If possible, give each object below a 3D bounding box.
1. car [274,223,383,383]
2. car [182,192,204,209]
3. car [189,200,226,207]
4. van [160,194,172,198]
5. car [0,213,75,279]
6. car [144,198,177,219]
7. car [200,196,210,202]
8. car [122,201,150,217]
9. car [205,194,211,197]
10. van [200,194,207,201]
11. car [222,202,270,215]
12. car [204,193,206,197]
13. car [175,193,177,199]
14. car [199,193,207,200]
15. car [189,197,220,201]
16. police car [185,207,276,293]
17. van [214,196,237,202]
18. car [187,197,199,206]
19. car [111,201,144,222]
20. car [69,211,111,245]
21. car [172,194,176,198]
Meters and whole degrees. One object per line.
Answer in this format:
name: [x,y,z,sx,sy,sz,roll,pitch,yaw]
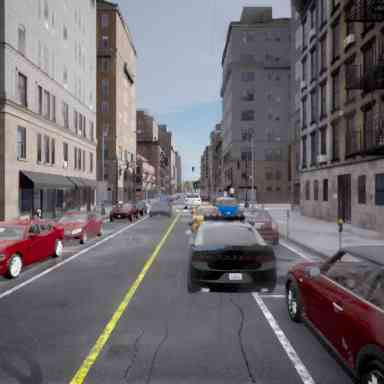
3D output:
car: [2.647,1.440,4.507,1.967,1.590,4.097,0,0,0]
car: [0.117,1.206,44.416,2.150,2.045,5.566,0,0,0]
car: [0.873,1.454,19.072,1.801,1.575,5.366,0,0,0]
van: [-5.243,1.324,64.046,1.690,1.788,3.998,0,0,0]
car: [-5.364,1.544,10.038,1.887,1.381,4.507,0,0,0]
car: [-2.675,1.543,29.686,2.033,1.411,5.357,0,0,0]
car: [2.892,1.529,74.839,2.008,1.369,4.403,0,0,0]
car: [-5.306,1.561,32.083,1.947,1.339,4.313,0,0,0]
car: [2.719,1.310,32.062,2.192,1.841,5.009,0,0,0]
van: [2.910,1.315,85.651,1.690,1.788,3.998,0,0,0]
car: [2.676,1.439,15.529,1.967,1.590,4.097,0,0,0]
car: [2.883,1.296,69.433,2.192,1.841,5.009,0,0,0]
car: [-5.197,1.521,80.265,1.887,1.381,4.507,0,0,0]
car: [2.919,1.286,91.058,2.192,1.841,5.009,0,0,0]
car: [0.888,1.452,25.072,1.801,1.575,5.366,0,0,0]
police car: [0.847,1.425,8.991,1.930,1.638,5.238,0,0,0]
van: [2.704,1.338,26.550,1.690,1.788,3.998,0,0,0]
car: [0.148,1.533,57.735,2.033,1.411,5.357,0,0,0]
car: [-5.321,1.541,26.572,1.887,1.381,4.507,0,0,0]
car: [-5.349,1.581,15.550,1.802,1.307,4.206,0,0,0]
car: [-5.212,1.544,74.859,1.947,1.339,4.313,0,0,0]
